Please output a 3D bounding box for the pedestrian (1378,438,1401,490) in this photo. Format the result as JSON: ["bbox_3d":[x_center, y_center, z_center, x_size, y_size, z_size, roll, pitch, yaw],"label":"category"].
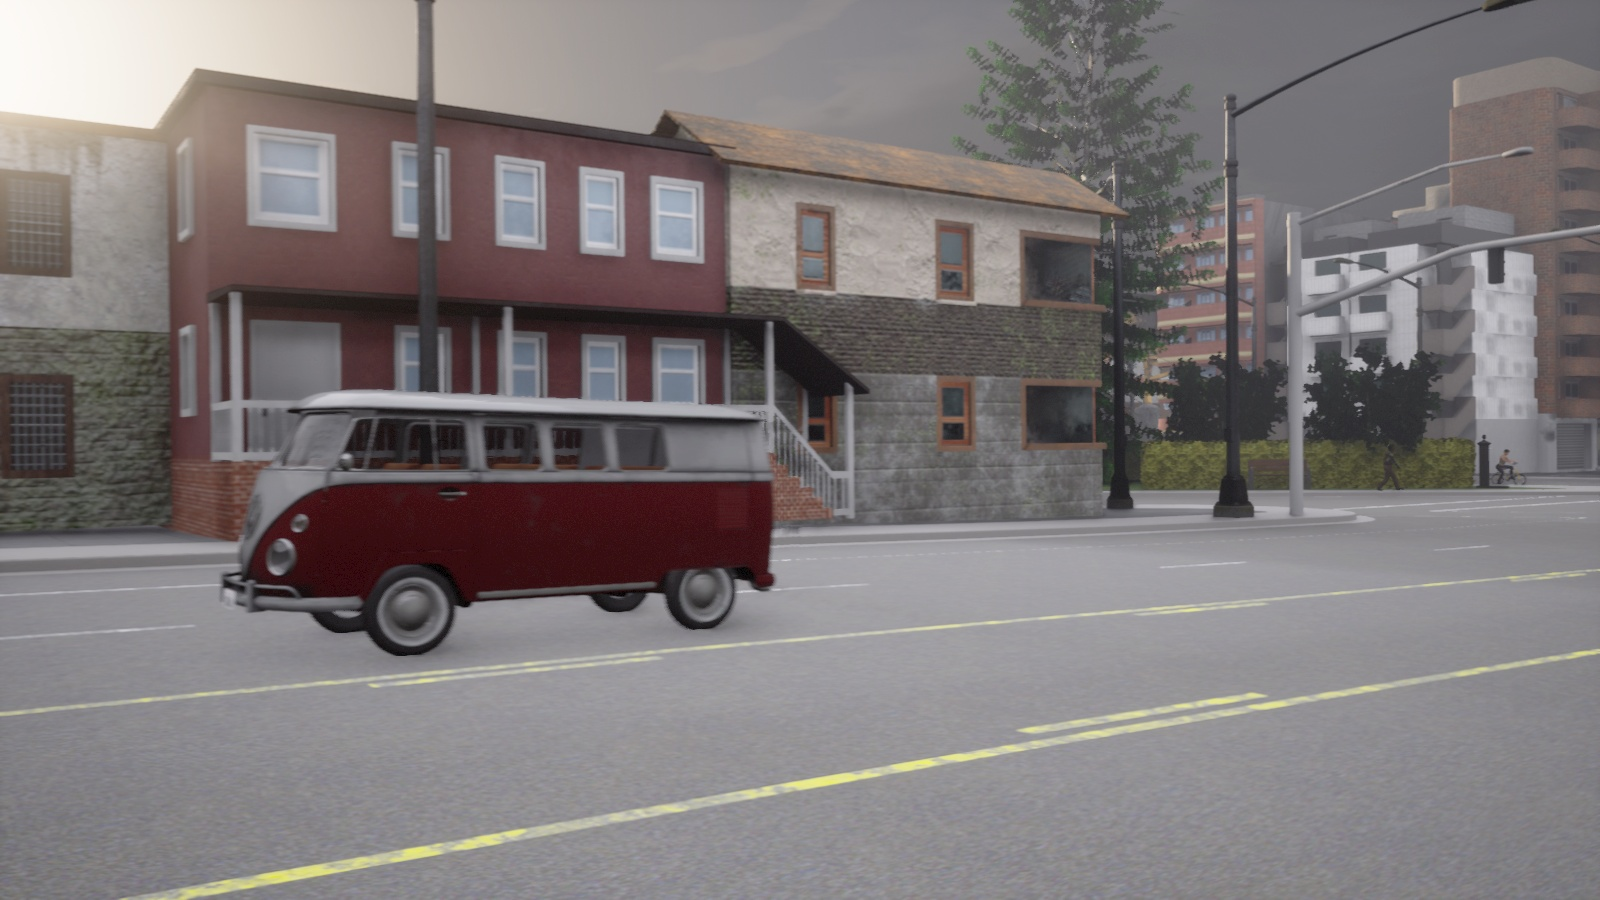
[{"bbox_3d":[22.109,0.527,47.076,0.692,1.930,0.395,-1,0,13],"label":"pedestrian"}]

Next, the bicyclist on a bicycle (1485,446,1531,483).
[{"bbox_3d":[31.092,0.630,55.135,0.866,1.612,1.509,-1,0,-34],"label":"bicyclist on a bicycle"}]

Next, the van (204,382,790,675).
[{"bbox_3d":[-2.399,0.549,10.558,4.442,1.987,1.775,1,0,-37],"label":"van"}]
